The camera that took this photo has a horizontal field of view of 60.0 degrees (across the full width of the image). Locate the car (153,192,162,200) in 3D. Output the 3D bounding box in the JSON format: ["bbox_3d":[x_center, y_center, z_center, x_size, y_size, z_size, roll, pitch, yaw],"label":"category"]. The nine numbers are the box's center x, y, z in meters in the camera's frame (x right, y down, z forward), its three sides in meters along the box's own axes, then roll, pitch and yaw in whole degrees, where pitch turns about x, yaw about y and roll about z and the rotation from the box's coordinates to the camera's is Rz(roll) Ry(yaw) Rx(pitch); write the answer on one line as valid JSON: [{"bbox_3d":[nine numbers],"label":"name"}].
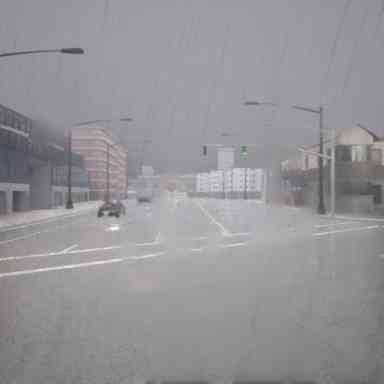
[{"bbox_3d":[-8.522,0.939,80.616,2.150,2.045,5.566,0,-1,-2],"label":"car"}]

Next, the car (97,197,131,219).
[{"bbox_3d":[-7.145,1.552,29.824,2.128,1.511,4.902,0,1,-2],"label":"car"}]

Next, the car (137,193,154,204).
[{"bbox_3d":[-7.821,1.213,54.787,1.895,1.301,4.718,0,1,-2],"label":"car"}]
